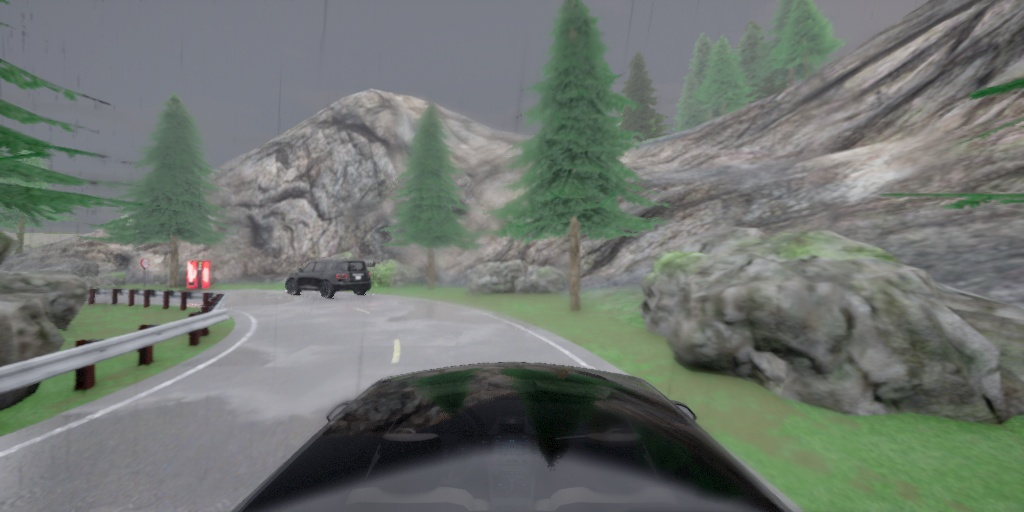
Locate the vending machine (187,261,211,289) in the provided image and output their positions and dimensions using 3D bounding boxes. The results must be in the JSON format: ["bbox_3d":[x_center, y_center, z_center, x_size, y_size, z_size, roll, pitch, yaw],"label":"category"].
[{"bbox_3d":[-22.881,1.327,26.206,0.880,2.100,1.100,0,0,-2],"label":"vending machine"}]

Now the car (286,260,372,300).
[{"bbox_3d":[-10.231,1.227,19.995,5.566,2.045,2.150,0,-1,32],"label":"car"}]
